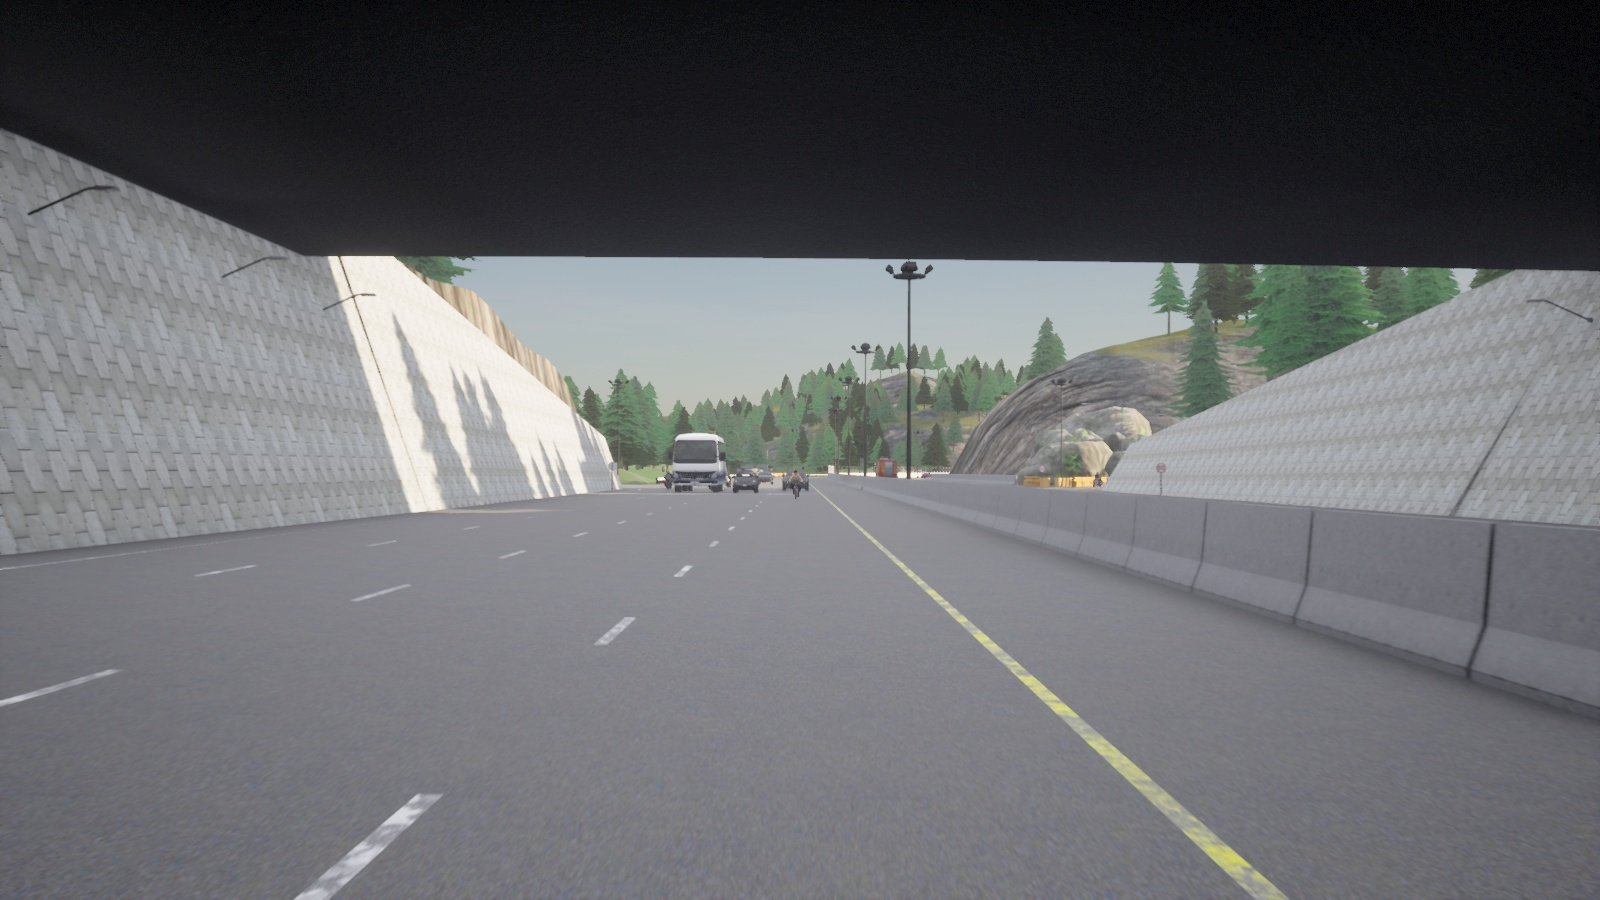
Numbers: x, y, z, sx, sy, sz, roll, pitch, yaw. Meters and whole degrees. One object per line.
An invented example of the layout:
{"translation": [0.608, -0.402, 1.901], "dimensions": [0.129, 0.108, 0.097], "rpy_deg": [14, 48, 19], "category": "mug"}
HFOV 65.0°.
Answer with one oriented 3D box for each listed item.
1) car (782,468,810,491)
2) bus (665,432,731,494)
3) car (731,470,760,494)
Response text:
{"translation": [-0.321, 2.318, 98.168], "dimensions": [2.097, 1.767, 4.553], "rpy_deg": [0, -1, 0], "category": "car"}
{"translation": [-7.302, 0.998, 91.429], "dimensions": [3.944, 4.253, 10.273], "rpy_deg": [0, -1, 0], "category": "bus"}
{"translation": [-3.785, 2.201, 87.987], "dimensions": [1.851, 1.617, 3.988], "rpy_deg": [0, -1, 0], "category": "car"}
